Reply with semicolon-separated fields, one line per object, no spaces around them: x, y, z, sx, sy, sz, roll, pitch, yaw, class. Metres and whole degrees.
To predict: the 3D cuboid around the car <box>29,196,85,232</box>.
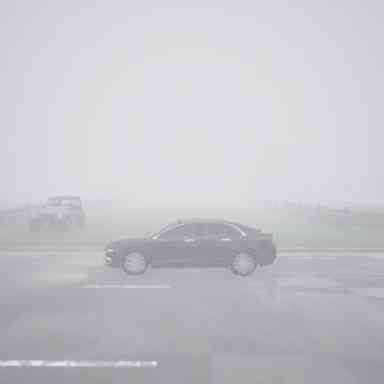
-7.331;1.178;18.556;1.905;1.878;3.866;0;0;0;car

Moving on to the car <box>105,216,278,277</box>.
-0.019;1.492;9.677;4.892;1.490;1.837;0;0;0;car

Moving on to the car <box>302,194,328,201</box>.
23.574;1.175;63.520;4.605;1.855;1.932;0;0;0;car
